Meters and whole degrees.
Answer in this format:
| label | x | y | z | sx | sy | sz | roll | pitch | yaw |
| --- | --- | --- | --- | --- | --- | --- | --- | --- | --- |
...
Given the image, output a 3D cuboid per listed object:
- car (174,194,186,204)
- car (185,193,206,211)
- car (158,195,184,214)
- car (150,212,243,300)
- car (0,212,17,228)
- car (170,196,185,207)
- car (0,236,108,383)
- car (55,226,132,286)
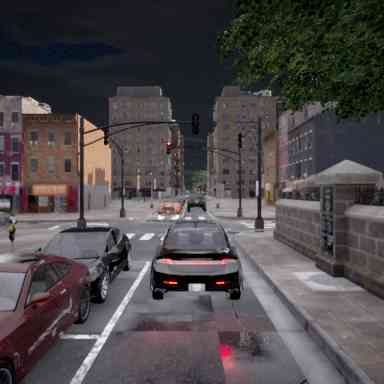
| label | x | y | z | sx | sy | sz | roll | pitch | yaw |
| --- | --- | --- | --- | --- | --- | --- | --- | --- | --- |
| car | -2.199 | 1.337 | 63.813 | 2.097 | 1.767 | 4.553 | 0 | 0 | 0 |
| car | 0.513 | 1.213 | 40.218 | 2.150 | 2.045 | 5.566 | 0 | 0 | -1 |
| car | -2.280 | 1.345 | 34.764 | 2.097 | 1.767 | 4.553 | 0 | 0 | 1 |
| car | 0.094 | 1.491 | 8.367 | 2.128 | 1.511 | 4.902 | 0 | 0 | 0 |
| car | -13.746 | 1.625 | 21.101 | 4.902 | 1.511 | 2.128 | -1 | 0 | 0 |
| car | -2.236 | 1.481 | 53.558 | 2.128 | 1.511 | 4.902 | 0 | 0 | 0 |
| car | -2.631 | 1.582 | 4.526 | 1.802 | 1.307 | 4.206 | 0 | 0 | 0 |
| car | -2.628 | 1.566 | 8.189 | 1.947 | 1.339 | 4.313 | 0 | 0 | 0 |
